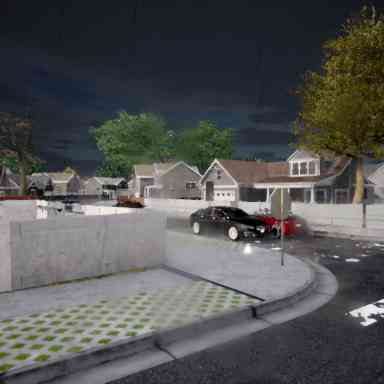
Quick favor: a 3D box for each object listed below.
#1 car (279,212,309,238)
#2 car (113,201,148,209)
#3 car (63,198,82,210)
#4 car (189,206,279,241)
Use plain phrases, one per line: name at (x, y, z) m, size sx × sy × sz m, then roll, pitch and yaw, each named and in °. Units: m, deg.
car at (4.114, 1.578, 17.711) m, size 1.994 × 1.385 × 4.181 m, roll 0°, pitch 0°, yaw -30°
car at (-4.824, 1.492, 26.228) m, size 1.837 × 1.490 × 4.892 m, roll 0°, pitch 0°, yaw -35°
car at (-15.097, 1.474, 41.925) m, size 2.128 × 1.511 × 4.902 m, roll 0°, pitch 0°, yaw -28°
car at (1.762, 1.496, 16.880) m, size 1.837 × 1.490 × 4.892 m, roll 0°, pitch 0°, yaw -35°
